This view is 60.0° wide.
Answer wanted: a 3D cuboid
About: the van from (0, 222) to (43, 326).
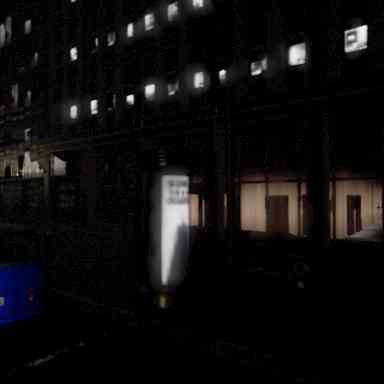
[{"bbox_3d":[-4.324,1.366,5.894,3.998,1.788,1.690,0,-1,36],"label":"van"}]
